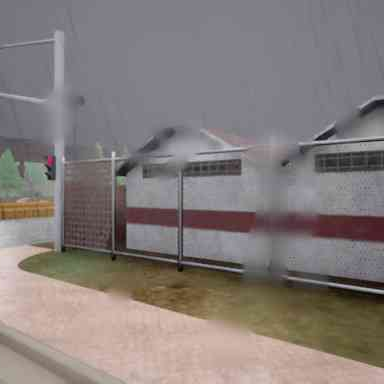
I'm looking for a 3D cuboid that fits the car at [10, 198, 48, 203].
[{"bbox_3d":[-20.281,1.473,40.890,1.882,1.535,5.008,0,0,34],"label":"car"}]
